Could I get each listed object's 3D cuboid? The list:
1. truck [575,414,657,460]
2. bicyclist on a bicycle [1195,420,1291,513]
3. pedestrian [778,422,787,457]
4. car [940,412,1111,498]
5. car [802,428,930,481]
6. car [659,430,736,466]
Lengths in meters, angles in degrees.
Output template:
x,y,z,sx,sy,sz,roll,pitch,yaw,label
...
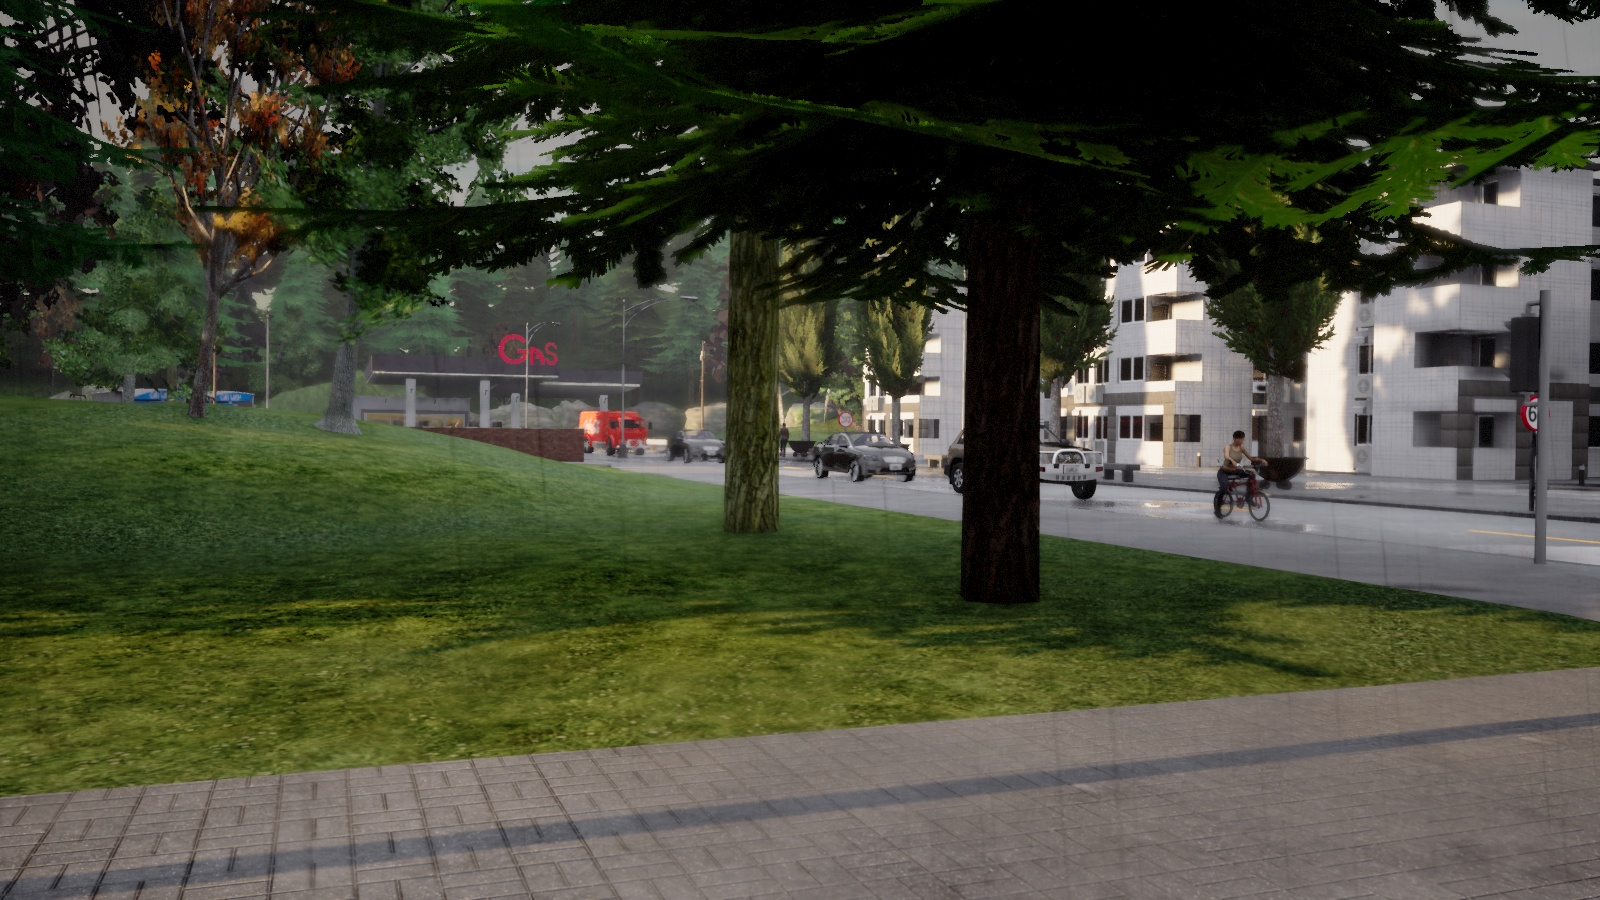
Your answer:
x,y,z,sx,sy,sz,roll,pitch,yaw,label
-10.456,-0.731,70.949,2.627,2.467,5.204,-1,1,-33,truck
8.000,0.278,22.736,0.866,1.612,1.509,-1,1,-20,bicyclist on a bicycle
-0.900,-0.534,64.648,0.328,1.805,0.869,-1,1,-11,pedestrian
5.250,0.071,29.922,1.932,1.855,4.605,-1,1,-21,car
1.934,0.104,38.683,2.128,1.511,4.902,-1,1,-21,car
-4.633,-0.108,56.022,2.128,1.511,4.902,-1,1,-21,car
